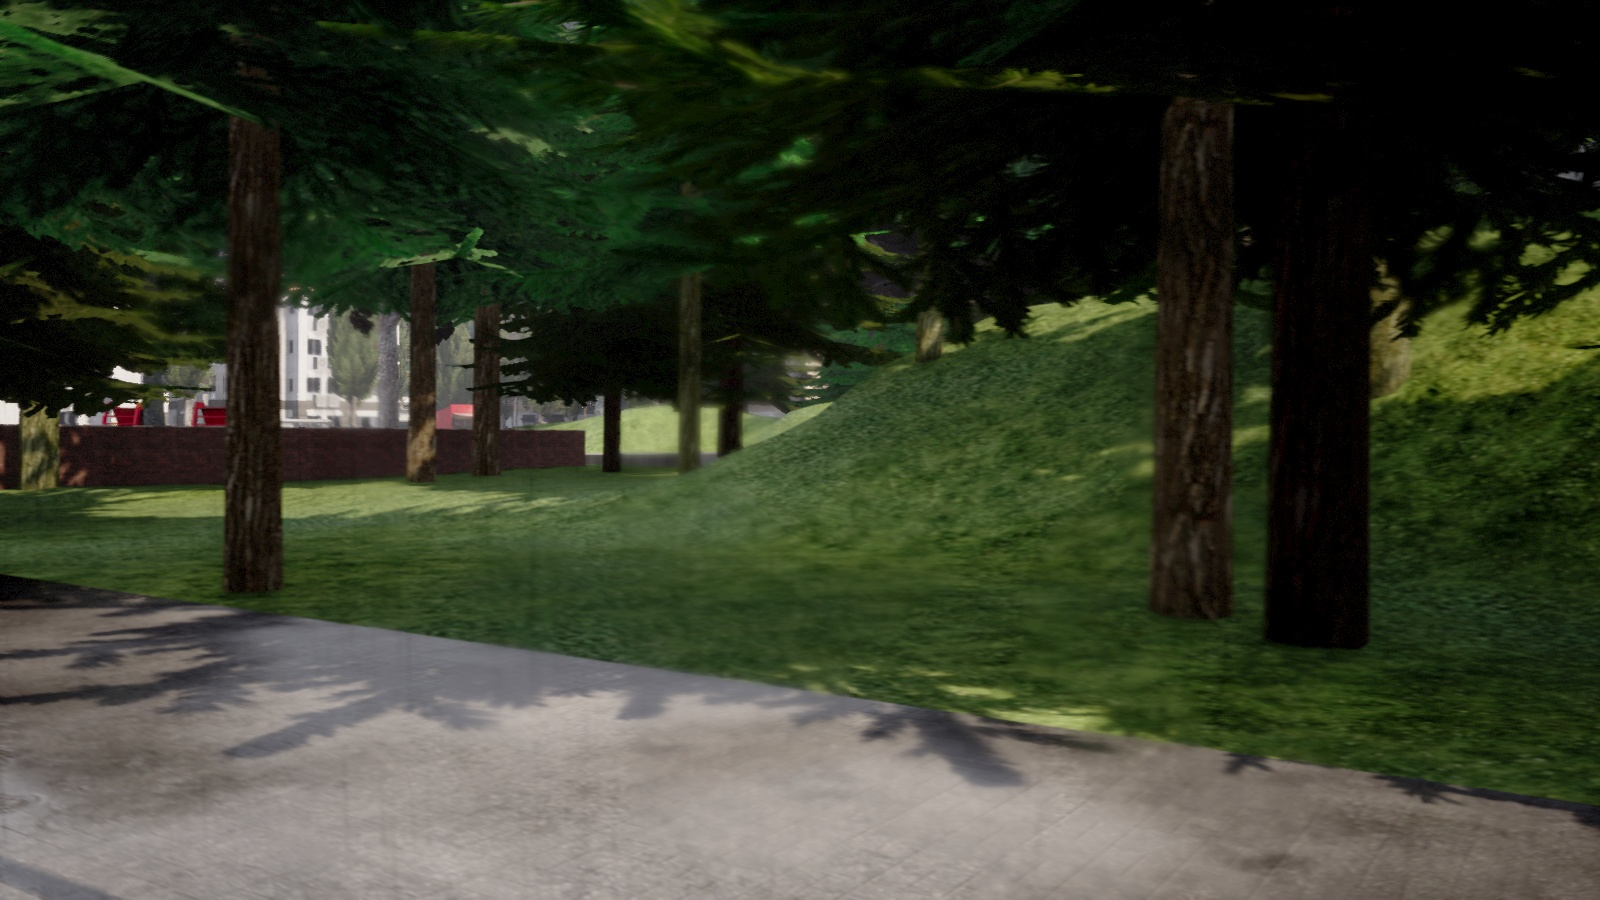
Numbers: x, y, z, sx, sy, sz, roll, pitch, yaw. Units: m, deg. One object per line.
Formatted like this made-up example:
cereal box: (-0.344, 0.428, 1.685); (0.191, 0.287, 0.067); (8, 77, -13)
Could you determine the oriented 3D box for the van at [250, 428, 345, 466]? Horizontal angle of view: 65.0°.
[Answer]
van: (-26.754, -0.188, 67.005); (1.775, 1.987, 4.442); (0, 1, 34)
